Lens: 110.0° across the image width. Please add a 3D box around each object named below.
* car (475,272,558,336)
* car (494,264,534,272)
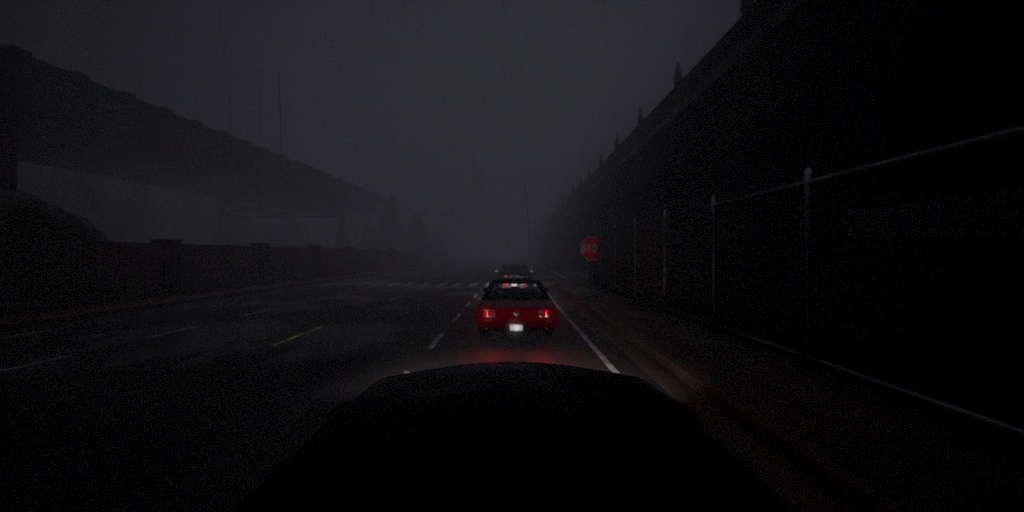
[{"bbox_3d":[0.105,1.304,10.219,1.895,1.301,4.718,0,0,0],"label":"car"},{"bbox_3d":[0.114,1.157,19.484,1.837,1.490,4.892,0,0,0],"label":"car"}]
